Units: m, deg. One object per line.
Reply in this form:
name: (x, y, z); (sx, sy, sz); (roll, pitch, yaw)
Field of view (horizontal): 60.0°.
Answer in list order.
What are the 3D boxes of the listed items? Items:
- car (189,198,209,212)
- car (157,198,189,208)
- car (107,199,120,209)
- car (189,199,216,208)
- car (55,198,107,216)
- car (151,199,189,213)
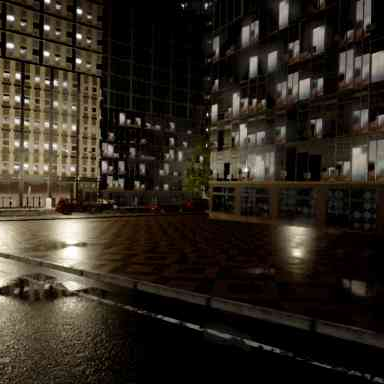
car: (1.561, 1.782, 46.404); (5.009, 1.841, 2.192); (1, 1, -34)
car: (-3.019, 1.786, 52.823); (4.829, 1.417, 1.752); (1, 1, -34)
car: (-12.249, 1.722, 46.536); (4.403, 1.369, 2.008); (1, 1, -34)
car: (1.806, 1.873, 56.112); (4.313, 1.339, 1.947); (1, 1, -34)
car: (-12.493, 1.646, 36.828); (5.009, 1.841, 2.192); (1, 1, -34)
car: (-3.129, 1.966, 43.216); (4.507, 1.381, 1.887); (1, 1, -34)
